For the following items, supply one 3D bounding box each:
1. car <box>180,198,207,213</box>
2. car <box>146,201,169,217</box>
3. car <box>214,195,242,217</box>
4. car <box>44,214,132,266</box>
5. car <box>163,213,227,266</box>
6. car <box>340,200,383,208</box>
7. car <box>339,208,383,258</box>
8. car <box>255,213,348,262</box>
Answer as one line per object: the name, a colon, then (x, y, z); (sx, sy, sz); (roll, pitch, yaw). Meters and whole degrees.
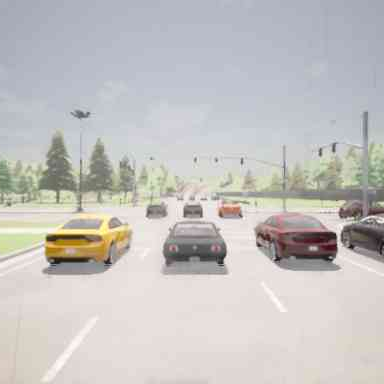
car: (0.102, 1.630, 33.057); (2.128, 1.511, 4.902); (0, 0, 0)
car: (-3.398, 1.630, 33.052); (2.128, 1.511, 4.902); (0, 0, 0)
car: (3.602, 1.490, 32.786); (2.097, 1.767, 4.553); (0, 0, 0)
car: (-3.411, 1.528, 11.820); (1.882, 1.535, 5.008); (0, 0, 0)
car: (0.090, 1.651, 11.723); (1.895, 1.301, 4.718); (0, 0, 0)
car: (14.872, 1.470, 28.043); (4.553, 1.767, 2.097); (0, 0, -10)
car: (7.090, 1.542, 11.891); (2.128, 1.511, 4.902); (0, 0, 0)
car: (3.593, 1.530, 12.304); (1.882, 1.535, 5.008); (0, 0, 0)
